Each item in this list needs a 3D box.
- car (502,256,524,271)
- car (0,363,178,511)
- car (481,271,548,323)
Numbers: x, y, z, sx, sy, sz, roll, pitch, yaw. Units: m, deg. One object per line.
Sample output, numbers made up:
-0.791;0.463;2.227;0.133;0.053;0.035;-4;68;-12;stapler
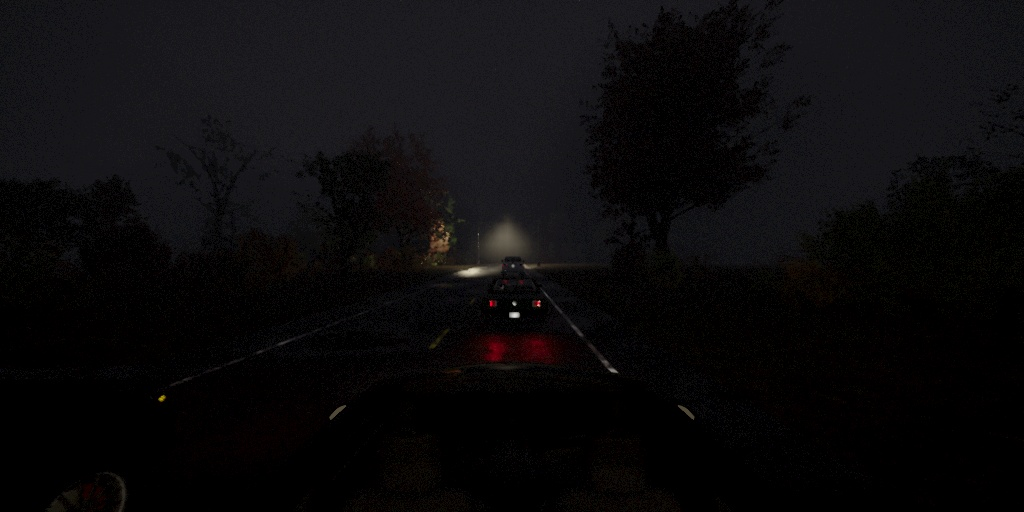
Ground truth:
0.101;1.021;37.238;2.150;2.045;5.566;0;0;0;car
-3.593;1.276;0.967;1.812;1.442;4.674;0;0;0;car
0.084;1.354;12.188;1.895;1.301;4.718;0;0;0;car
